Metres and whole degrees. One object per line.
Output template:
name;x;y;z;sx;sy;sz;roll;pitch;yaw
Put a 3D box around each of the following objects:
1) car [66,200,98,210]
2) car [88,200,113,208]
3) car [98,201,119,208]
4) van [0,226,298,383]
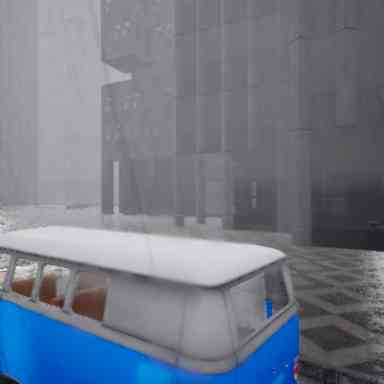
car;-19.157;2.119;56.960;2.097;1.767;4.553;0;-1;36
car;-19.940;2.625;72.583;2.128;1.511;4.902;0;-1;36
car;-17.300;2.608;70.688;2.128;1.511;4.902;0;-1;36
van;-0.901;1.349;3.609;3.998;1.788;1.690;0;0;36
